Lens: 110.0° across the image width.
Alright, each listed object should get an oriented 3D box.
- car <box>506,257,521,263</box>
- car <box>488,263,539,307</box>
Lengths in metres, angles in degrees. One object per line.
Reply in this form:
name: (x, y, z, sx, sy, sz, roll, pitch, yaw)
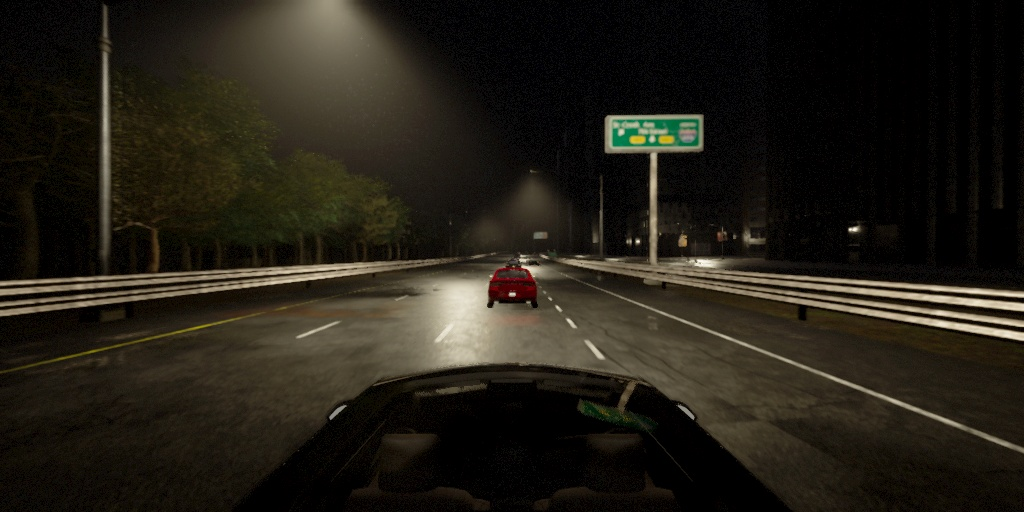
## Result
car: (0.211, 1.221, 45.349, 1.994, 1.385, 4.181, 0, 0, 1)
car: (0.023, 1.224, 15.357, 1.882, 1.535, 5.008, 0, 0, 0)
